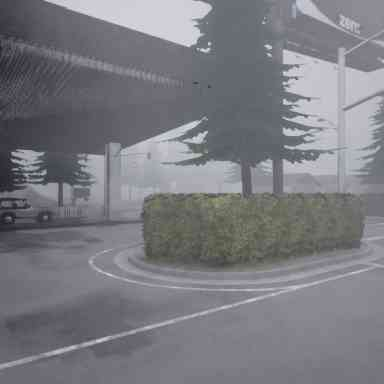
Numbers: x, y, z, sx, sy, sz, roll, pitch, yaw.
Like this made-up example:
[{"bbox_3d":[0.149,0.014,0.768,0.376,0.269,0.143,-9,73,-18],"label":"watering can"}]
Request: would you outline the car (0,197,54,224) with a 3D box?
[{"bbox_3d":[-11.937,1.313,23.507,3.866,1.878,1.905,0,0,-36],"label":"car"}]
